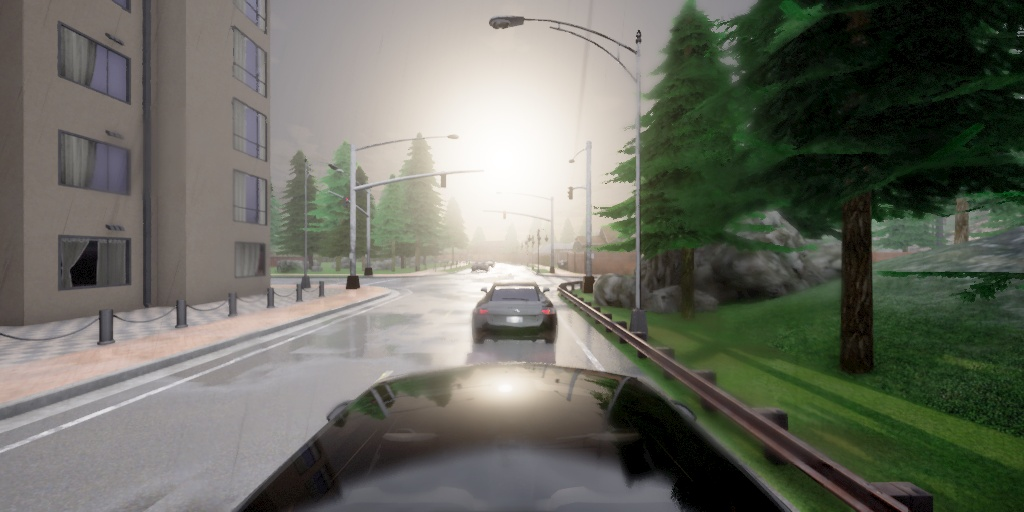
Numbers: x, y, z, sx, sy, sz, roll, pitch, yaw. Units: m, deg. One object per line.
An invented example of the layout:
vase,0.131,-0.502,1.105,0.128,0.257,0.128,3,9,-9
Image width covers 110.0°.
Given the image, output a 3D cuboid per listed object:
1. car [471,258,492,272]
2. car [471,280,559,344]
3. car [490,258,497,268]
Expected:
car,-3.931,1.282,44.534,1.994,1.385,4.181,0,0,0
car,0.081,1.314,9.577,1.994,1.385,4.181,0,0,1
car,-4.001,1.266,60.362,2.033,1.411,5.357,0,0,0
